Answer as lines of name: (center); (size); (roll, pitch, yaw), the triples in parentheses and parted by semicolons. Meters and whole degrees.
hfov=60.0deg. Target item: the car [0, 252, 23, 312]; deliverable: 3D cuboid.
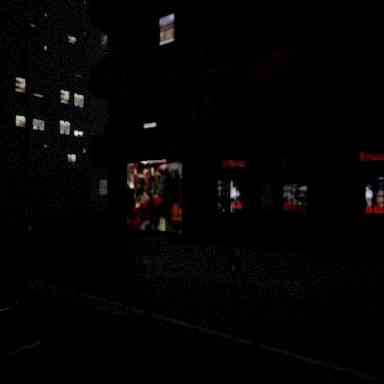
car: (-4.985, 1.544, 6.433); (4.403, 1.369, 2.008); (0, 0, 36)

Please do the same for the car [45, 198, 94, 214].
car: (-11.446, 1.223, 30.871); (1.752, 1.417, 4.829); (1, 1, 35)

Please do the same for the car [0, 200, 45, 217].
car: (-14.538, 1.324, 26.448); (2.008, 1.369, 4.403); (1, 1, 35)
